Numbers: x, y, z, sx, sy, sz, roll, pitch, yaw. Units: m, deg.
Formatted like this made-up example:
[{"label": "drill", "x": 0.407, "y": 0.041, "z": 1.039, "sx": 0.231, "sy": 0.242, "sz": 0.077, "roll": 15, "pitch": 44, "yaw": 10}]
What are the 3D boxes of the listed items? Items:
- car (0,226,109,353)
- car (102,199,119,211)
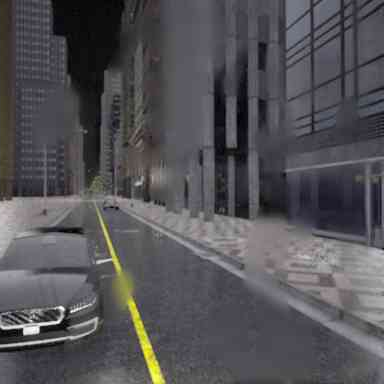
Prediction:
[{"label": "car", "x": -2.748, "y": 1.509, "z": 6.546, "sx": 1.837, "sy": 1.490, "sz": 4.892, "roll": 0, "pitch": 0, "yaw": -17}, {"label": "car", "x": -10.328, "y": 1.571, "z": 42.178, "sx": 2.033, "sy": 1.411, "sz": 5.357, "roll": 0, "pitch": 0, "yaw": -17}]
